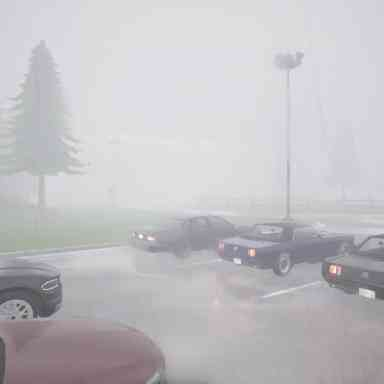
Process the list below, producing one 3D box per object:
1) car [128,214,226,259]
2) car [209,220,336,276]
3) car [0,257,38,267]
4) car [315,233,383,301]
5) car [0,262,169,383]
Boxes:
[{"bbox_3d":[0.315,1.547,12.695,5.357,1.411,2.033,0,0,-35],"label":"car"},{"bbox_3d":[3.060,1.601,10.344,4.718,1.301,1.895,0,0,-35],"label":"car"},{"bbox_3d":[-4.532,1.478,4.814,5.008,1.535,1.882,0,0,-36],"label":"car"},{"bbox_3d":[5.080,1.601,7.485,4.718,1.301,1.895,0,0,-35],"label":"car"},{"bbox_3d":[-2.326,1.526,2.087,4.674,1.442,1.812,0,0,-36],"label":"car"}]
